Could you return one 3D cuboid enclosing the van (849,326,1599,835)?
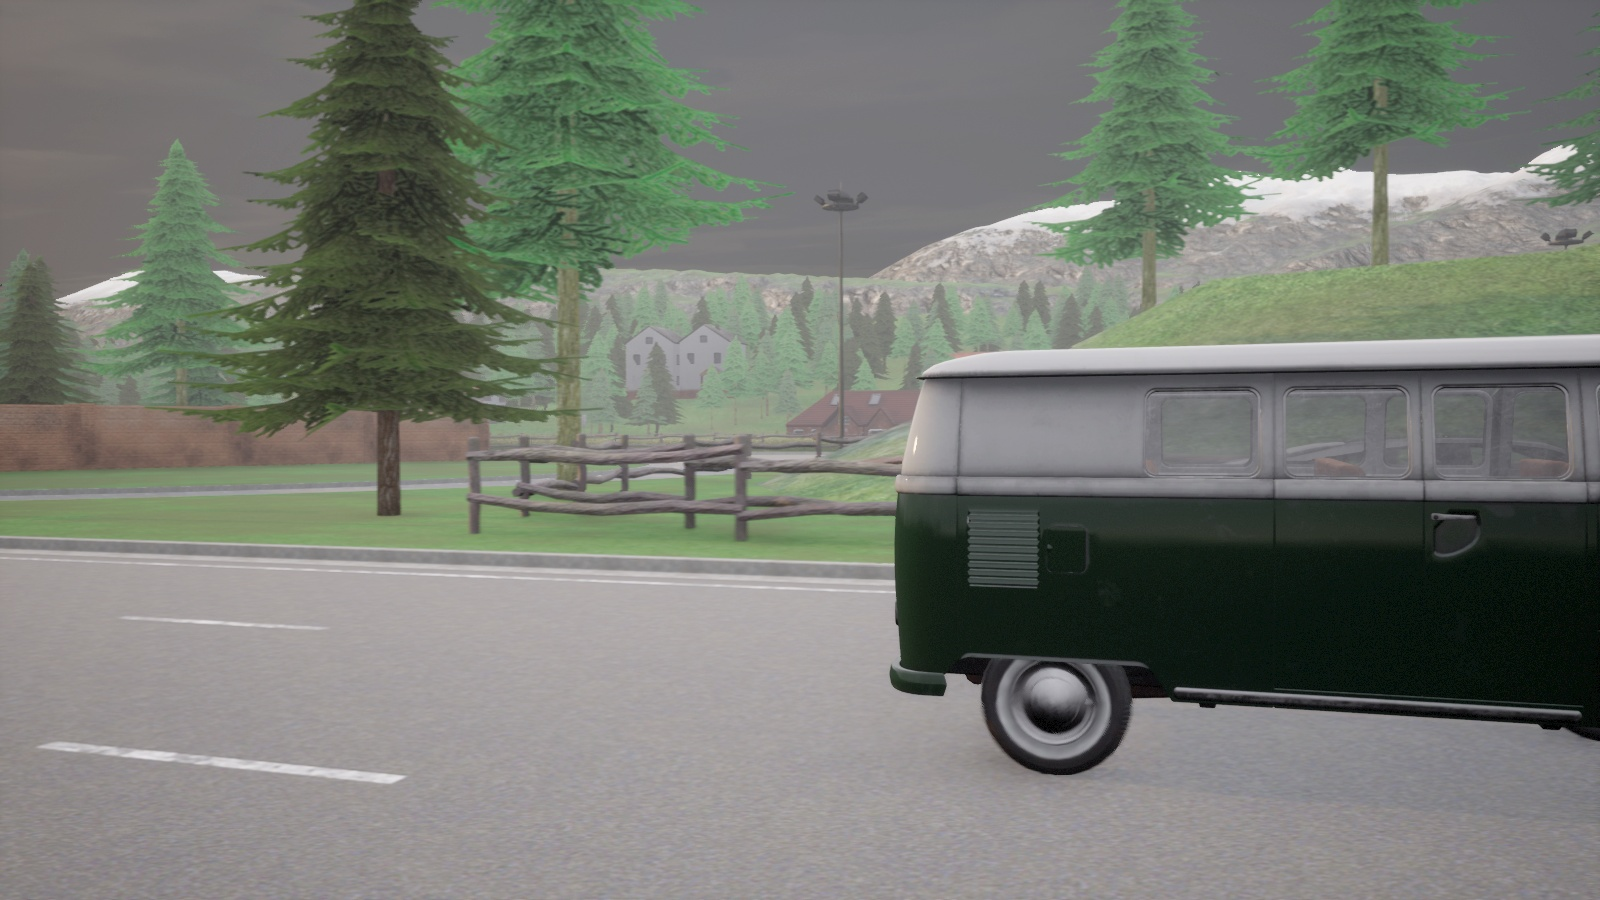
[{"bbox_3d":[2.622,0.493,6.000,4.442,1.987,1.775,1,1,19],"label":"van"}]
